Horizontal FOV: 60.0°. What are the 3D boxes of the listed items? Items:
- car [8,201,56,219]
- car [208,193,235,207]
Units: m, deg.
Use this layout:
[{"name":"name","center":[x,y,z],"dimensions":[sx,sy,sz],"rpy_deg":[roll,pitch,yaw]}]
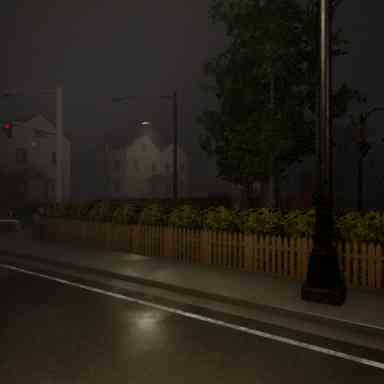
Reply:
[{"name":"car","center":[-13.672,1.526,29.430],"dimensions":[1.812,1.442,4.674],"rpy_deg":[0,0,35]},{"name":"car","center":[4.287,1.221,48.813],"dimensions":[2.150,2.045,5.566],"rpy_deg":[0,0,35]}]
